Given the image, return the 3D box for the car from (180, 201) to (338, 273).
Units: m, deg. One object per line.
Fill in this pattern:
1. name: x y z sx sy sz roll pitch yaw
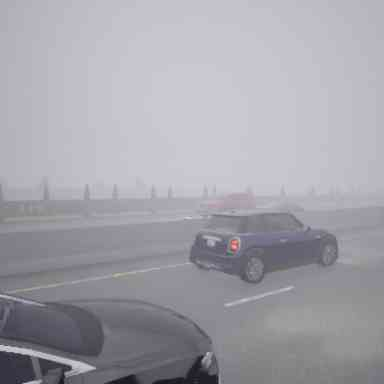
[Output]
1. car: 2.210 1.297 9.623 4.553 1.767 2.097 -1 0 -36

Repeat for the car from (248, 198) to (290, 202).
1. car: 6.954 1.373 26.129 4.674 1.442 1.812 0 0 -36

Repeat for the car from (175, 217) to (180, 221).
1. car: 1.383 1.514 17.875 4.718 1.301 1.895 -1 0 -35

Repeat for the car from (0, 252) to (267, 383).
1. car: -1.974 1.494 2.339 4.902 1.511 2.128 0 0 -35

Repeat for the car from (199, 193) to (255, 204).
1. car: 2.994 1.085 27.620 5.566 2.045 2.150 -1 0 -35
